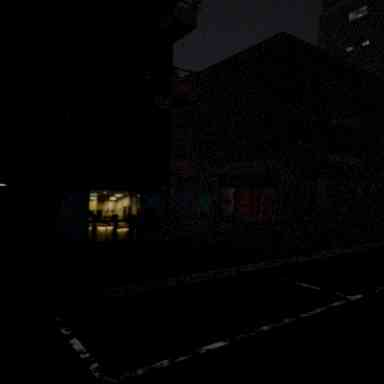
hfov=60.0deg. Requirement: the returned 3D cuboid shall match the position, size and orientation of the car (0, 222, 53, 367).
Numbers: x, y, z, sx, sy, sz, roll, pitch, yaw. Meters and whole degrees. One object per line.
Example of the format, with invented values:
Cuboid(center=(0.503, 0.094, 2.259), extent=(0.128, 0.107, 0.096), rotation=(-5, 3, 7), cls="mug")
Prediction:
Cuboid(center=(-4.019, 1.309, 3.197), extent=(5.009, 1.841, 2.192), rotation=(0, 2, -35), cls="car")
